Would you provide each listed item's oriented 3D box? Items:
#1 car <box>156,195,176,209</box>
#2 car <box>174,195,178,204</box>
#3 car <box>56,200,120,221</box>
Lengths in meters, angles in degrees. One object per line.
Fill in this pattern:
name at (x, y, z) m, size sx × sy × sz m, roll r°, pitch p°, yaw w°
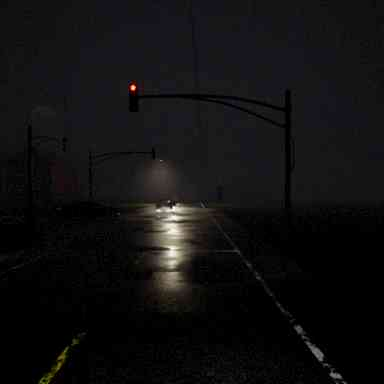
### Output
car at (-3.596, 1.530, 44.493) m, size 1.994 × 1.385 × 4.181 m, roll 0°, pitch 0°, yaw 0°
car at (-3.587, 1.480, 53.151) m, size 1.812 × 1.442 × 4.674 m, roll 0°, pitch 0°, yaw 0°
car at (-8.254, 1.424, 26.616) m, size 4.892 × 1.490 × 1.837 m, roll 0°, pitch 2°, yaw -23°
